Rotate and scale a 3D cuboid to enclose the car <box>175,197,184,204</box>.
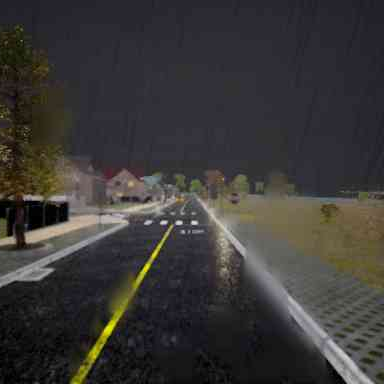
[{"bbox_3d":[-2.745,1.786,73.497,1.882,1.535,5.008,0,0,0],"label":"car"}]
